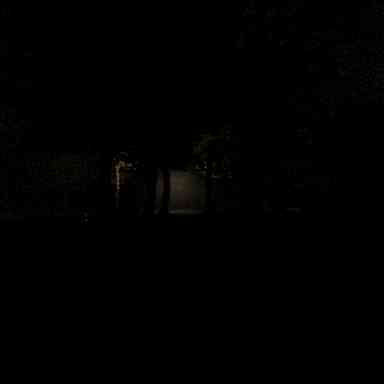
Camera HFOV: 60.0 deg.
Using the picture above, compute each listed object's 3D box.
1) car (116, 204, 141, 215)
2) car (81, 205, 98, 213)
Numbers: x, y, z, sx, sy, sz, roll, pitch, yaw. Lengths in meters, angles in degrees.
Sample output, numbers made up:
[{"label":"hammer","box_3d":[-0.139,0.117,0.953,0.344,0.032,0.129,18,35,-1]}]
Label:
[{"label":"car","box_3d":[-11.040,2.960,58.044,2.097,1.767,4.553,1,-1,36]},{"label":"car","box_3d":[-17.870,3.020,60.539,1.812,1.442,4.674,1,0,36]}]
